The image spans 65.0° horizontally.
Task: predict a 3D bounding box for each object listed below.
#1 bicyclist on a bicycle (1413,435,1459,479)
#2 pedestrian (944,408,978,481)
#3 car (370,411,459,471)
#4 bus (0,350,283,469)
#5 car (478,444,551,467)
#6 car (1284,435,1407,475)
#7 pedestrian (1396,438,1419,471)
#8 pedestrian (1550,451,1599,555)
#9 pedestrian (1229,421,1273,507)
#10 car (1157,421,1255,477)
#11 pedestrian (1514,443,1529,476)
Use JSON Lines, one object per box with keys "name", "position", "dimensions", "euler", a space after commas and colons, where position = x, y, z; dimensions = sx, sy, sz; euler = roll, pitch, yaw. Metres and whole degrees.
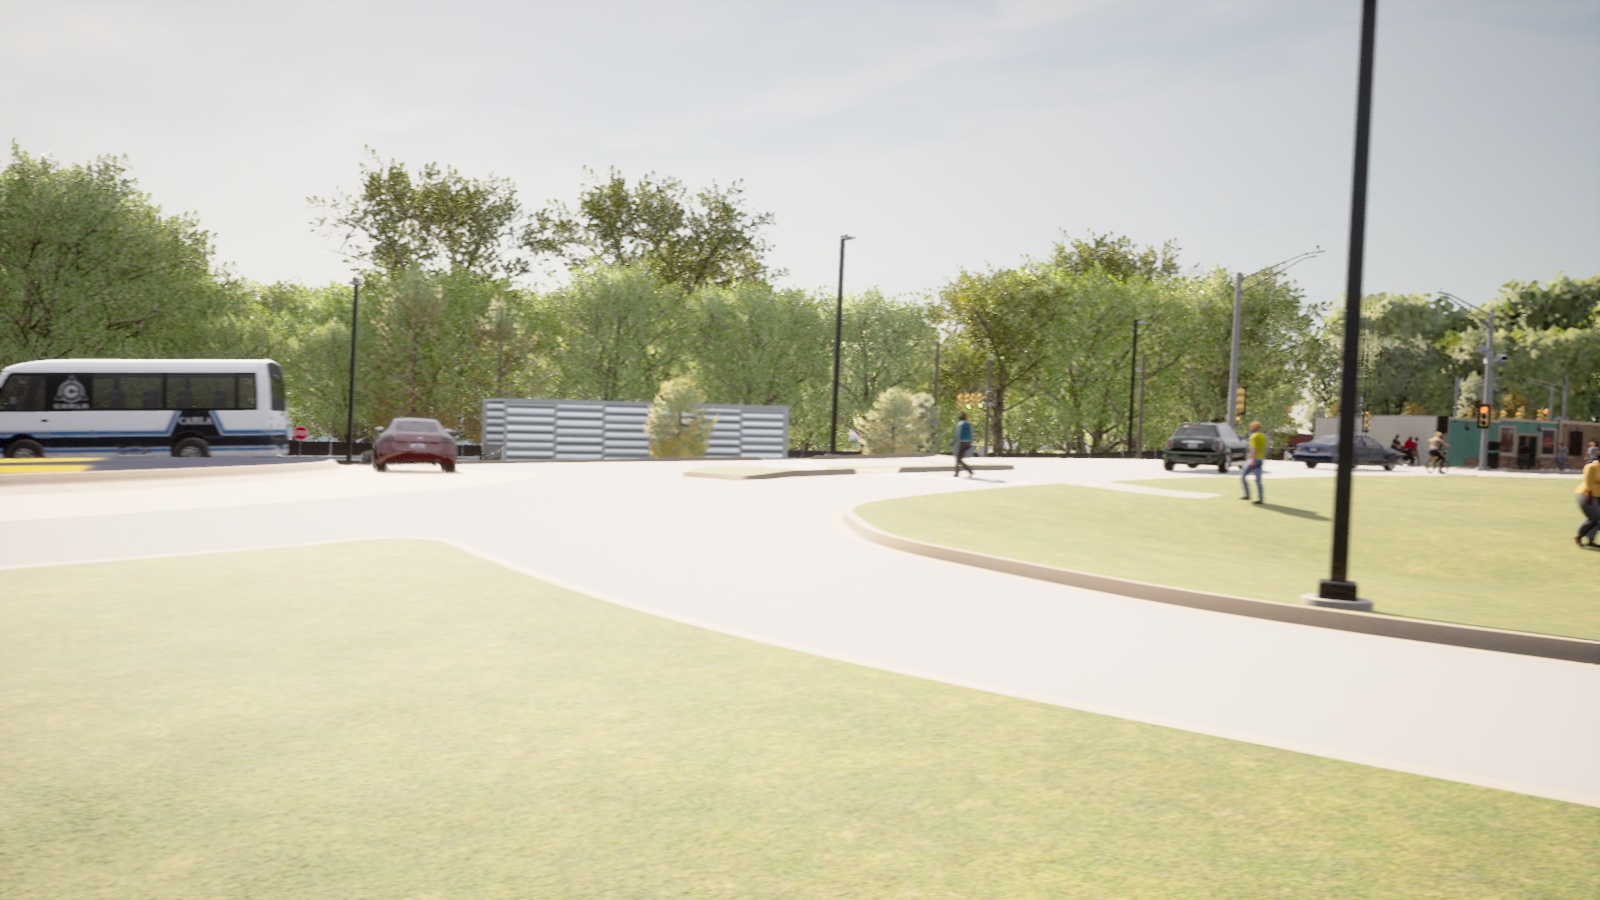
{"name": "bicyclist on a bicycle", "position": [24.234, 0.262, 47.853], "dimensions": [1.509, 1.612, 0.866], "euler": [1, 2, -34]}
{"name": "pedestrian", "position": [4.316, -0.147, 33.640], "dimensions": [0.396, 1.930, 0.692], "euler": [2, 1, -44]}
{"name": "car", "position": [-10.050, -0.223, 32.553], "dimensions": [1.994, 1.385, 4.181], "euler": [2, 0, -19]}
{"name": "bus", "position": [-25.447, -1.497, 47.528], "dimensions": [10.273, 4.253, 3.944], "euler": [0, 1, -11]}
{"name": "car", "position": [-18.401, 0.357, 81.024], "dimensions": [4.181, 1.385, 1.994], "euler": [1, 2, -27]}
{"name": "car", "position": [21.759, 0.219, 49.982], "dimensions": [5.357, 1.411, 2.033], "euler": [2, 1, -36]}
{"name": "pedestrian", "position": [35.266, 0.257, 72.958], "dimensions": [0.634, 1.844, 0.899], "euler": [3, 1, -27]}
{"name": "pedestrian", "position": [14.660, 0.980, 23.283], "dimensions": [0.874, 1.855, 0.900], "euler": [3, 1, -33]}
{"name": "pedestrian", "position": [9.849, 0.309, 27.433], "dimensions": [0.354, 1.836, 0.706], "euler": [3, 1, -37]}
{"name": "car", "position": [14.144, -0.069, 43.558], "dimensions": [2.097, 1.767, 4.553], "euler": [3, 2, 32]}
{"name": "pedestrian", "position": [43.972, 0.583, 76.581], "dimensions": [0.666, 1.930, 0.402], "euler": [3, 1, -29]}
